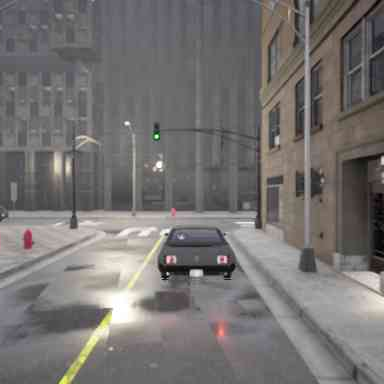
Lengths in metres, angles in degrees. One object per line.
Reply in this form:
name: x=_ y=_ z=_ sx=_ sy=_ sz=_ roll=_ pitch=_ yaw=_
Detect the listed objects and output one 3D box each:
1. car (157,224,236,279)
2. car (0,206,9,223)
car: x=0.098 y=1.628 z=10.054 sx=1.895 sy=1.301 sz=4.718 roll=0 pitch=0 yaw=0
car: x=-15.907 y=1.263 z=23.218 sx=5.566 sy=2.045 sz=2.150 roll=0 pitch=0 yaw=0
